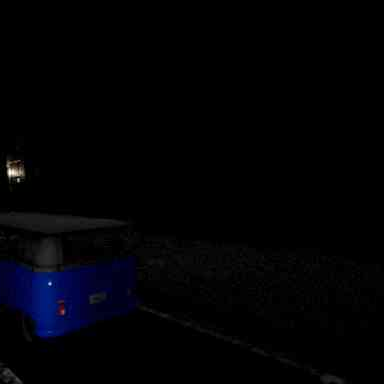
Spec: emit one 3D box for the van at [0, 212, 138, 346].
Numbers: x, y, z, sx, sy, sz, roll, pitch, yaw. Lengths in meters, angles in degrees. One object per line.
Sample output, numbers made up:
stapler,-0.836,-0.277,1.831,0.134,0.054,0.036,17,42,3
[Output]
van,-2.707,1.305,6.071,3.998,1.788,1.690,0,1,43
